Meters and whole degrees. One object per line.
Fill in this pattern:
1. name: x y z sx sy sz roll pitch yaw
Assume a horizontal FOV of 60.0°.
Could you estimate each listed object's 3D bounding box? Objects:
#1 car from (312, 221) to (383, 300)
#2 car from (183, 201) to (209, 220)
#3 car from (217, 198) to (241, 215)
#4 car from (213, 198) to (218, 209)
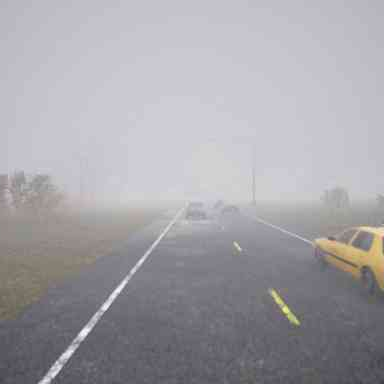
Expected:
1. car: 4.638 1.504 8.387 1.801 1.575 5.366 1 0 1
2. car: 0.355 1.532 28.968 1.837 1.490 4.892 1 0 1
3. car: 4.003 1.590 35.101 1.812 1.442 4.674 1 0 1
4. car: 4.099 1.582 47.072 1.837 1.490 4.892 0 0 1
